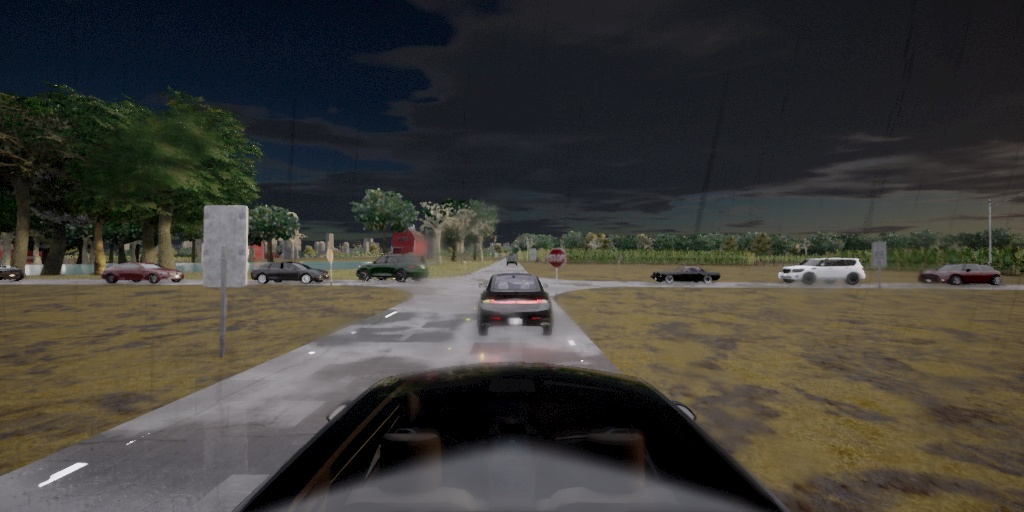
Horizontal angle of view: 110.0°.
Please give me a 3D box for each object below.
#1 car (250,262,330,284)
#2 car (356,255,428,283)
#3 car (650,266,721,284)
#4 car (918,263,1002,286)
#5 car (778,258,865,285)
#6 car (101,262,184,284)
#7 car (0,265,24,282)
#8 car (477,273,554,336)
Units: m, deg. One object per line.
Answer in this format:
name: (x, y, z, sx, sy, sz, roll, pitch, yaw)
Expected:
car: (-15.287, 1.159, 24.859, 4.892, 1.490, 1.837, 0, -1, -2)
car: (-9.100, 0.947, 27.321, 5.566, 2.045, 2.150, 0, -2, 19)
car: (13.299, 1.458, 27.729, 4.718, 1.301, 1.895, 0, -1, -1)
car: (34.560, 1.381, 27.766, 4.553, 1.767, 2.097, 0, -1, 1)
car: (23.926, 1.158, 27.773, 5.566, 2.045, 2.150, 0, -1, 0)
car: (-25.501, 1.145, 24.800, 4.674, 1.442, 1.812, 0, -1, 0)
car: (-37.052, 1.080, 24.808, 5.008, 1.535, 1.882, 0, -1, 0)
car: (0.059, 1.241, 10.360, 2.128, 1.511, 4.902, 0, 0, -1)
